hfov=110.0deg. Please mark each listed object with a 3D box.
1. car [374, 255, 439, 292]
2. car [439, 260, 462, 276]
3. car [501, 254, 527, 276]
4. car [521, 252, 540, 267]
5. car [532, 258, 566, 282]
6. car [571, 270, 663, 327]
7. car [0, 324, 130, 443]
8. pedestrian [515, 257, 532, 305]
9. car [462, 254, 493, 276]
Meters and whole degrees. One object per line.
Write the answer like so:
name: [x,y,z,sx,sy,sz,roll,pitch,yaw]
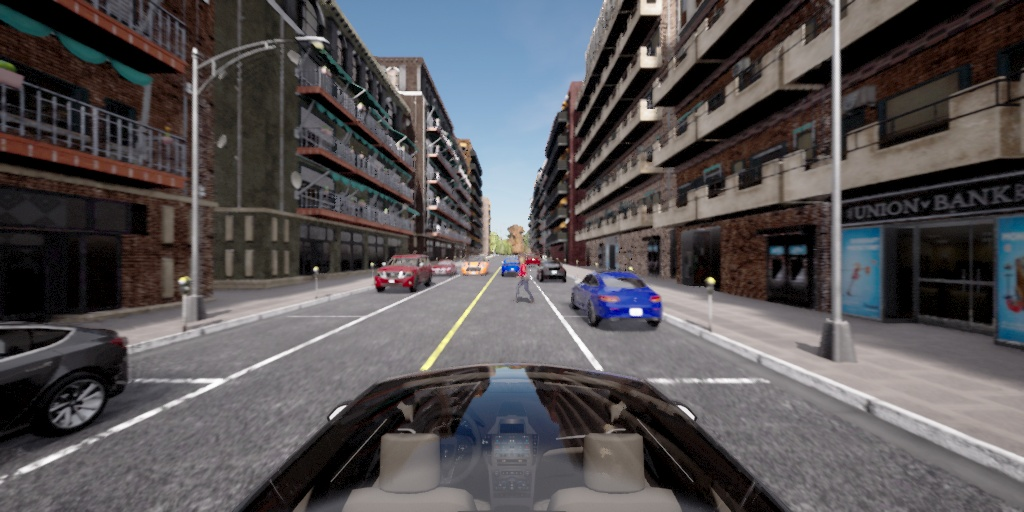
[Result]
car: [-5.690,0.849,19.448,2.192,1.841,5.009,0,0,0]
car: [-5.689,0.982,30.583,1.802,1.307,4.207,0,0,0]
car: [0.059,0.871,31.156,1.882,1.535,5.008,0,1,0]
car: [2.692,0.515,47.253,2.192,1.841,5.009,0,0,0]
car: [2.691,1.034,24.982,1.948,1.339,4.313,0,0,0]
car: [3.000,1.164,10.973,1.812,1.442,4.674,0,1,0]
car: [-5.690,1.303,2.746,1.948,1.339,4.313,0,0,0]
pedestrian: [0.431,0.897,13.685,0.375,1.860,0.375,1,0,-3]
car: [-3.086,0.747,31.015,2.097,1.767,4.553,0,1,0]
